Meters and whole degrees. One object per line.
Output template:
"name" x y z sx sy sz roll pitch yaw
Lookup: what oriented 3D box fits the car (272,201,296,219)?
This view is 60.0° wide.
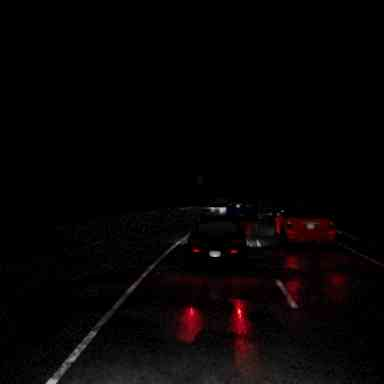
"car" 8.338 1.585 30.107 1.994 1.385 4.181 0 0 16

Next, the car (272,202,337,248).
"car" 4.967 1.364 15.114 2.097 1.767 4.553 0 0 9

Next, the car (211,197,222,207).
"car" 4.444 1.519 49.771 1.812 1.442 4.674 0 0 25

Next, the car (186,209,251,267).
"car" 0.900 1.526 11.423 1.812 1.442 4.674 0 0 7

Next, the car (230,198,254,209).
"car" 7.167 1.555 47.474 2.033 1.411 5.357 0 0 24

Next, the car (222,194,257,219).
"car" 4.451 1.228 29.349 2.150 2.045 5.566 0 0 16
